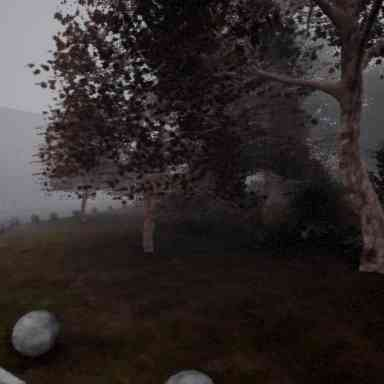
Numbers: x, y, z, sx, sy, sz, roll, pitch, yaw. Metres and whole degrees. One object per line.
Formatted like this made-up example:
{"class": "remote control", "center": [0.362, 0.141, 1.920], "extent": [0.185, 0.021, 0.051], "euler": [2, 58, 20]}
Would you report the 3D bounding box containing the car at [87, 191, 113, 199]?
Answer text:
{"class": "car", "center": [-16.211, 0.438, 57.776], "extent": [1.946, 1.575, 5.366], "euler": [-1, 3, 31]}
